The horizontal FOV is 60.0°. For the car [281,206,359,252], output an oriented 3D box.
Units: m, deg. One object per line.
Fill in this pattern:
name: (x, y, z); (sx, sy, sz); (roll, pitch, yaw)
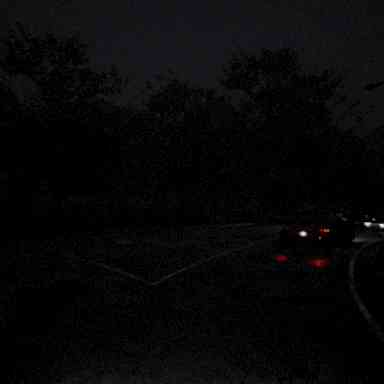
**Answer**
car: (5.257, 1.502, 13.729); (1.994, 1.385, 4.181); (0, 0, 37)

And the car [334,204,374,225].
car: (11.540, 1.698, 25.362); (4.902, 1.511, 2.128); (3, -2, -41)

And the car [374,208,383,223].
car: (17.973, 2.194, 31.006); (5.357, 1.411, 2.033); (5, -3, -41)
